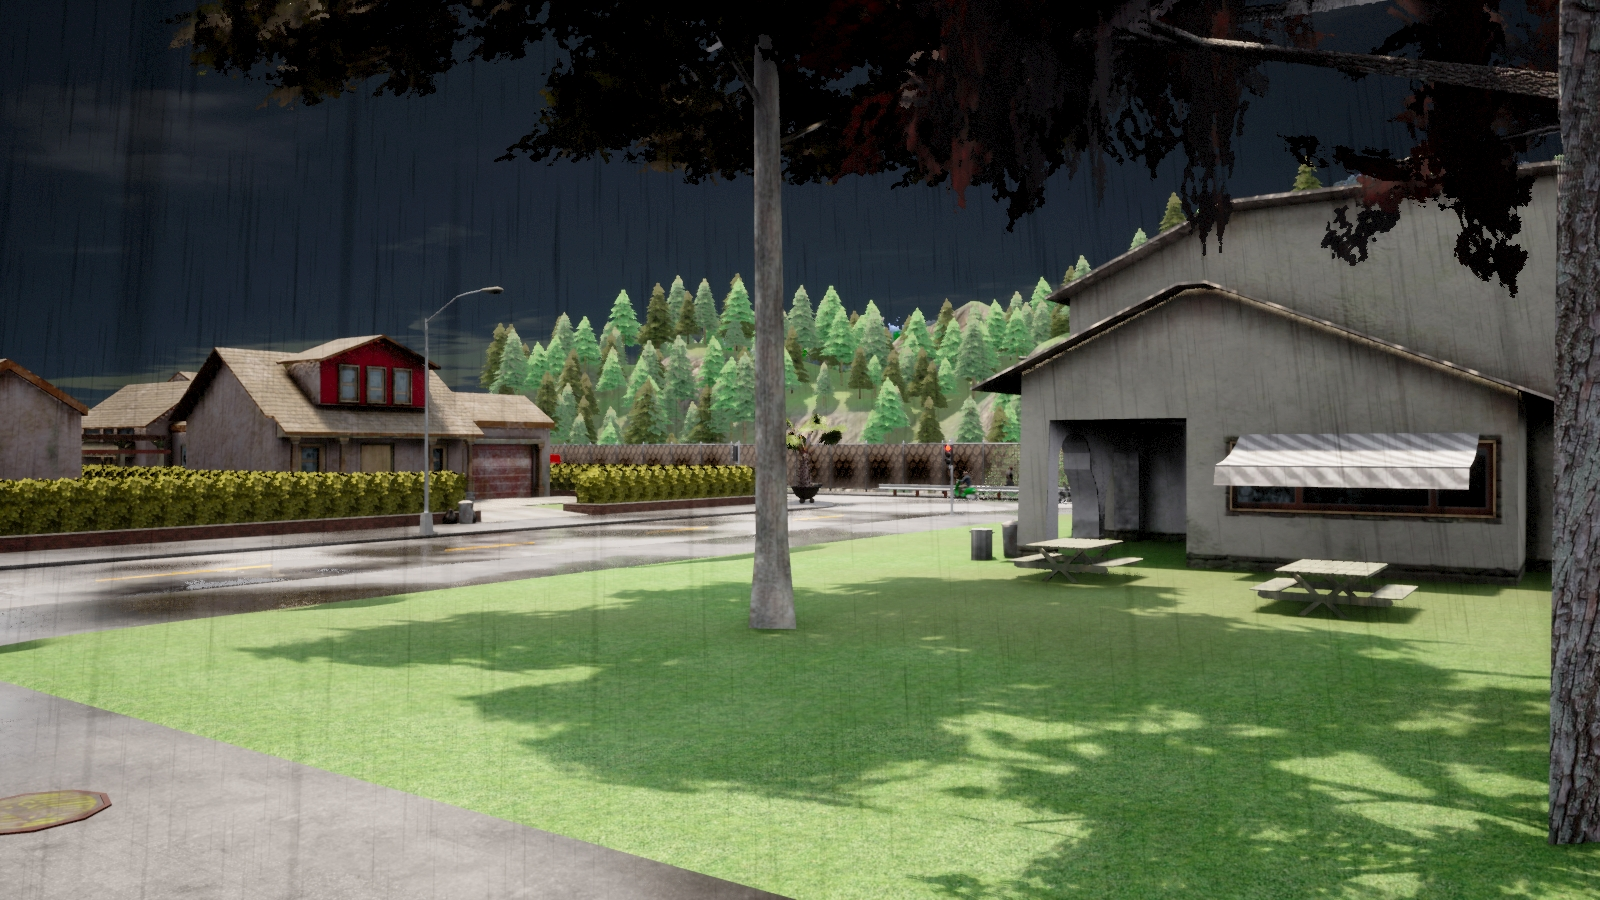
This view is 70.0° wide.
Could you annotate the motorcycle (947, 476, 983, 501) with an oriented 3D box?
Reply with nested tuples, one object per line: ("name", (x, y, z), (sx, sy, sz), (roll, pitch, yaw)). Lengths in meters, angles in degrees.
("motorcycle", (9.124, 2.142, 63.266), (1.805, 1.316, 0.856), (0, 0, 35))

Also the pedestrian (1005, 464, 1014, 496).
("pedestrian", (12.291, 1.745, 67.099), (0.375, 1.860, 0.375), (0, 0, 36))
